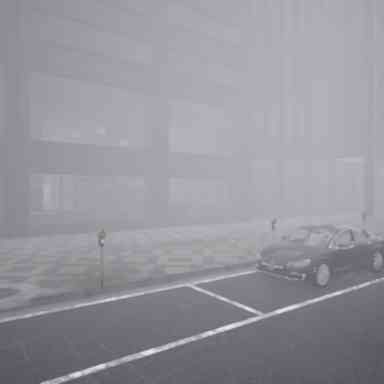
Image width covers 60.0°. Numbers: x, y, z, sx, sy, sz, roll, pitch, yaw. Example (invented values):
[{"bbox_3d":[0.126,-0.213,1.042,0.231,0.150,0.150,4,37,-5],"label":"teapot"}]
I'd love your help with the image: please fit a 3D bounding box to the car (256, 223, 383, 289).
[{"bbox_3d":[3.656,1.561,9.138,4.403,1.369,2.008,0,0,-35],"label":"car"}]
